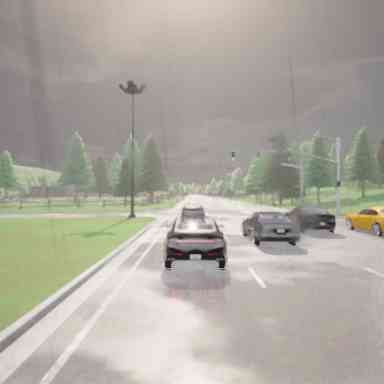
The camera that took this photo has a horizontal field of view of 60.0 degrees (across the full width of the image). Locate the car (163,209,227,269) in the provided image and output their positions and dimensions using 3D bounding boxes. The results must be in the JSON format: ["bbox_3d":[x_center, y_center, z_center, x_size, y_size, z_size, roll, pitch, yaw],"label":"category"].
[{"bbox_3d":[0.094,1.552,11.374,2.128,1.511,4.902,0,0,0],"label":"car"}]

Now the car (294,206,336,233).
[{"bbox_3d":[7.090,1.588,20.484,1.882,1.535,5.008,0,0,1],"label":"car"}]

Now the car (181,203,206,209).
[{"bbox_3d":[0.086,1.639,27.418,2.128,1.511,4.902,0,0,0],"label":"car"}]

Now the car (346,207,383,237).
[{"bbox_3d":[10.590,1.579,18.839,1.882,1.535,5.008,0,0,0],"label":"car"}]

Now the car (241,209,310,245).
[{"bbox_3d":[3.591,1.633,15.936,2.033,1.411,5.357,0,0,0],"label":"car"}]
